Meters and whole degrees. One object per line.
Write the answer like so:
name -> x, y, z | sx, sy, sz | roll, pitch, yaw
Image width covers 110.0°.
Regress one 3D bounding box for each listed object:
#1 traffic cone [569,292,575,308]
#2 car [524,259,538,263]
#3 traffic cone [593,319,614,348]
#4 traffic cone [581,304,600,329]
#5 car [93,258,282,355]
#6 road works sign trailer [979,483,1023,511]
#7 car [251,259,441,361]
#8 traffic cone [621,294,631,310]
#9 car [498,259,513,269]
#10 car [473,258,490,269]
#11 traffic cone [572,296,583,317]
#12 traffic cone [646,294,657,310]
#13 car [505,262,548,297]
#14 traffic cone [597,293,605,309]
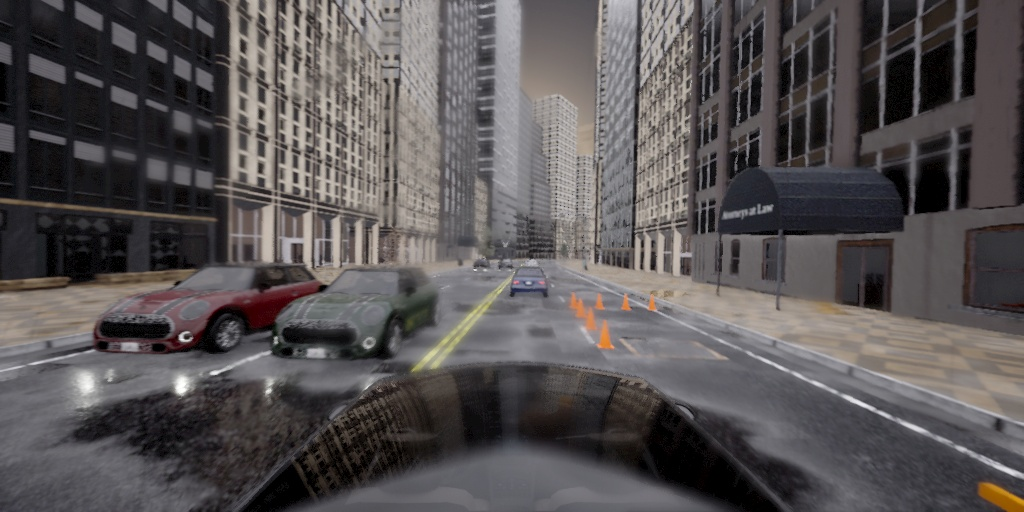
traffic cone -> 2.411, 1.716, 14.024 | 0.340, 0.580, 0.340 | 0, 0, 3
car -> 2.554, 1.174, 48.788 | 1.812, 1.442, 4.674 | 1, 0, 3
traffic cone -> 2.084, 1.729, 8.033 | 0.340, 0.580, 0.340 | 0, 0, 3
traffic cone -> 2.193, 1.725, 10.031 | 0.340, 0.580, 0.340 | 0, 0, 3
car -> -6.361, 0.944, 8.328 | 2.097, 1.767, 4.553 | 1, 0, 3
road works sign trailer -> 3.088, 0.283, 0.997 | 2.380, 3.560, 2.880 | 0, 0, 4
car -> -3.114, 1.014, 8.181 | 2.097, 1.767, 4.553 | 1, 0, 3
traffic cone -> 4.408, 1.759, 13.915 | 0.340, 0.580, 0.340 | 0, 0, 3
car -> -0.829, 1.099, 49.677 | 1.812, 1.442, 4.674 | 1, 0, 3
car -> -4.090, 1.051, 49.589 | 2.033, 1.411, 5.357 | 1, 0, 3
traffic cone -> 2.302, 1.721, 12.027 | 0.340, 0.580, 0.340 | 0, 0, 3
traffic cone -> 5.406, 1.781, 13.861 | 0.340, 0.580, 0.340 | 0, 0, 3
car -> 0.906, 1.261, 18.643 | 2.033, 1.411, 5.357 | 1, 0, 3
traffic cone -> 3.409, 1.738, 13.969 | 0.340, 0.580, 0.340 | 0, 0, 3
